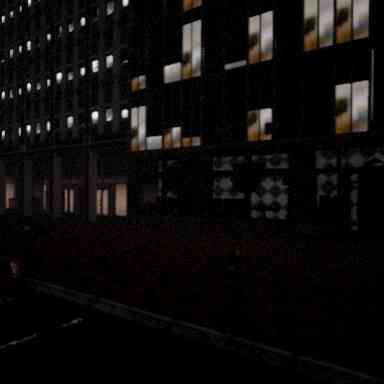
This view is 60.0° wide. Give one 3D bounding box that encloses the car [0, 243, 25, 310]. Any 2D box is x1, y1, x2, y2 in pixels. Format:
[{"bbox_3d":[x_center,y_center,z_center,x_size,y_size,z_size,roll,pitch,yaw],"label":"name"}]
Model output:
[{"bbox_3d":[-5.127,1.438,6.542,4.097,1.590,1.967,0,1,36],"label":"car"}]
